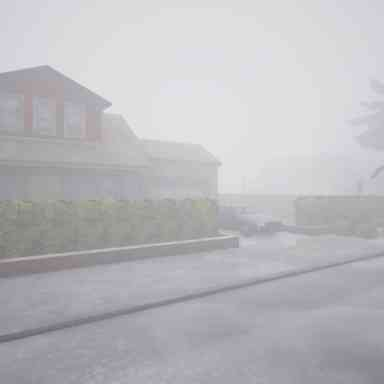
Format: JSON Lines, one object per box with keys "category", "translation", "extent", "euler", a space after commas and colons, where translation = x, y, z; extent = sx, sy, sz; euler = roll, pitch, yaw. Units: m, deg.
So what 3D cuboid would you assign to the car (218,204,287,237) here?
{"category": "car", "translation": [2.261, 1.356, 17.010], "extent": [2.033, 1.415, 5.357], "euler": [0, 0, -33]}
